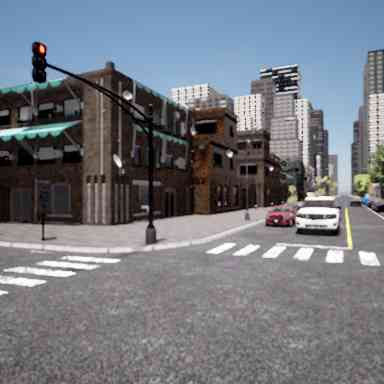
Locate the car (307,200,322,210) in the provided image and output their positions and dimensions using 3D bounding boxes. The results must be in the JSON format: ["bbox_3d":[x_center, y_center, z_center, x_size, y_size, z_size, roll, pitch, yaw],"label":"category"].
[{"bbox_3d":[18.050,1.839,48.948,1.802,1.307,4.206,0,0,25],"label":"car"}]

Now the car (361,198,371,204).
[{"bbox_3d":[39.467,1.993,75.603,1.802,1.307,4.206,0,0,25],"label":"car"}]

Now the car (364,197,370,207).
[{"bbox_3d":[30.268,1.863,55.507,1.802,1.307,4.206,0,0,25],"label":"car"}]

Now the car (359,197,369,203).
[{"bbox_3d":[41.768,2.010,80.628,1.947,1.339,4.313,0,0,25],"label":"car"}]

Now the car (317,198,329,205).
[{"bbox_3d":[27.248,1.932,69.044,2.008,1.369,4.403,0,0,25],"label":"car"}]

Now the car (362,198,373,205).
[{"bbox_3d":[37.238,1.904,70.734,1.752,1.417,4.829,0,0,25],"label":"car"}]

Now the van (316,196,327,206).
[{"bbox_3d":[24.948,1.690,64.020,1.690,1.788,3.998,0,0,25],"label":"van"}]

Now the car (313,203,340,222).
[{"bbox_3d":[11.896,1.708,29.204,1.994,1.385,4.181,0,0,25],"label":"car"}]

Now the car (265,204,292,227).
[{"bbox_3d":[6.473,1.667,23.868,1.887,1.381,4.507,0,0,25],"label":"car"}]

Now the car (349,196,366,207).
[{"bbox_3d":[28.578,1.793,58.033,2.128,1.511,4.902,0,0,24],"label":"car"}]

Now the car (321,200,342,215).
[{"bbox_3d":[16.257,1.741,38.571,2.033,1.411,5.357,0,0,25],"label":"car"}]

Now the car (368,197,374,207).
[{"bbox_3d":[25.669,1.772,45.461,2.008,1.369,4.403,0,0,25],"label":"car"}]

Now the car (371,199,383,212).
[{"bbox_3d":[23.370,1.758,40.437,1.947,1.339,4.313,0,0,25],"label":"car"}]

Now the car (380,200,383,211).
[{"bbox_3d":[18.770,1.704,30.389,1.947,1.339,4.313,0,0,25],"label":"car"}]

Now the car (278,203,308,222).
[{"bbox_3d":[8.851,1.714,28.852,1.947,1.339,4.313,0,0,25],"label":"car"}]

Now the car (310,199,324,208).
[{"bbox_3d":[20.349,1.869,53.971,1.802,1.307,4.206,0,0,25],"label":"car"}]

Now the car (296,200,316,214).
[{"bbox_3d":[13.380,1.725,38.745,1.752,1.417,4.829,0,0,25],"label":"car"}]

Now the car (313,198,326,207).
[{"bbox_3d":[22.578,1.842,58.841,1.752,1.417,4.829,0,0,25],"label":"car"}]

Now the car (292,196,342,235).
[{"bbox_3d":[7.694,1.319,20.074,2.150,2.045,5.566,0,0,25],"label":"car"}]
